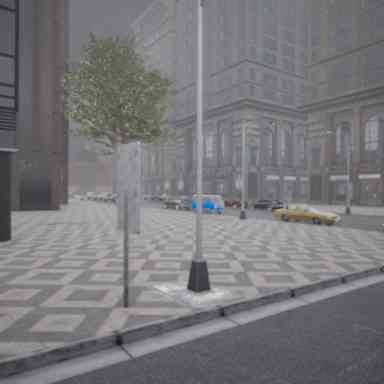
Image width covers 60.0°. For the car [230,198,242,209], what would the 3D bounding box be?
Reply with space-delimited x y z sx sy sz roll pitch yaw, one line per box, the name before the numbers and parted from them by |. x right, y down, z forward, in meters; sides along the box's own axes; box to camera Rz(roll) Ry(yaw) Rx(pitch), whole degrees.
car | 5.264 1.389 42.472 1.887 1.381 4.507 1 0 -35

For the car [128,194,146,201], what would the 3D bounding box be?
car | -10.873 1.026 65.463 1.802 1.307 4.206 1 0 -35

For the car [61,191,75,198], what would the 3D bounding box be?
car | -27.525 0.600 74.354 1.967 1.590 4.097 1 0 -35

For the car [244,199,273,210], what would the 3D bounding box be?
car | 8.489 1.480 37.875 1.947 1.339 4.313 1 0 -35

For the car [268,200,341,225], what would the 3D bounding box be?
car | 8.070 1.514 23.629 1.752 1.417 4.829 1 0 -35

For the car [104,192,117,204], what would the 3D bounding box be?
car | -11.392 1.108 51.365 2.008 1.369 4.403 1 0 -35

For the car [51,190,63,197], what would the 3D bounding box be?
car | -33.979 0.447 83.551 1.967 1.590 4.097 1 0 -35

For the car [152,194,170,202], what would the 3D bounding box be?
car | -4.416 1.046 56.269 1.967 1.590 4.097 1 0 -35

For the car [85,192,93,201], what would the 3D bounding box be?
car | -17.846 0.947 60.561 2.008 1.369 4.403 1 0 -35

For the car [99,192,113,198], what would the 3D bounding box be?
car | -20.552 0.753 79.256 1.887 1.381 4.507 1 0 -35

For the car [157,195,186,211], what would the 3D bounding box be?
car | -1.711 1.346 37.568 2.008 1.369 4.403 1 0 -35

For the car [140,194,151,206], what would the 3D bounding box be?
car | -8.068 1.167 46.628 1.752 1.417 4.829 1 0 -35

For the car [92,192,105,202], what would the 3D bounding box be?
car | -14.619 1.027 55.963 2.008 1.369 4.403 1 0 -35

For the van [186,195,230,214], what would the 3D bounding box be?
van | 1.519 1.207 32.969 1.690 1.788 3.998 1 0 -35

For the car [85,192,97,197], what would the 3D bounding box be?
car | -27.007 0.638 88.450 1.802 1.307 4.206 1 0 -35
